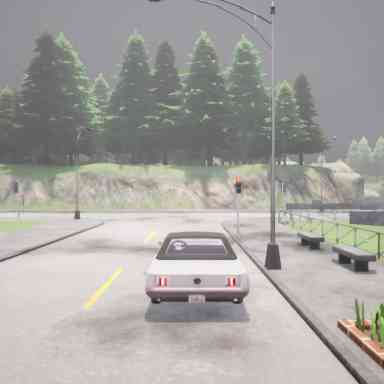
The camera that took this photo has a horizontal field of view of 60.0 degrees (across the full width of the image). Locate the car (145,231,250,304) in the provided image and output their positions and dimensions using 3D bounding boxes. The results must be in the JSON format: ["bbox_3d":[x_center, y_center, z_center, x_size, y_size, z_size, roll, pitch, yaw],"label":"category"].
[{"bbox_3d":[0.095,1.601,8.098,1.895,1.301,4.718,0,0,0],"label":"car"}]
